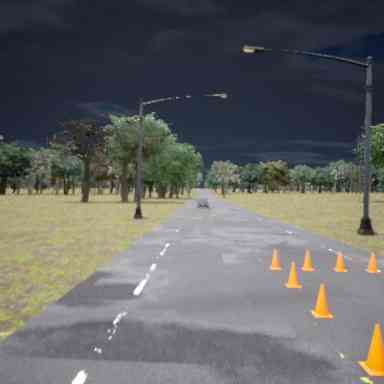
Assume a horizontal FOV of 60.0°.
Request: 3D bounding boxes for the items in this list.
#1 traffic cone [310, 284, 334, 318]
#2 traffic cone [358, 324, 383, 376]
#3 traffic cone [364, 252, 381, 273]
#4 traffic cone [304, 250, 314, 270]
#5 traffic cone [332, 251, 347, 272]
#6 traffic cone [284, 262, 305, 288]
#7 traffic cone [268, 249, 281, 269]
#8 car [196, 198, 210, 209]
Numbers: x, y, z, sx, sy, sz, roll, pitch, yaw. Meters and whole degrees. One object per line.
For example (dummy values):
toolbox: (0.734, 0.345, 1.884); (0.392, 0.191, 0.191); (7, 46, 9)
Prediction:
traffic cone: (2.496, 2.062, 6.393); (0.340, 0.580, 0.340); (2, 0, 2)
traffic cone: (2.443, 2.048, 4.394); (0.340, 0.580, 0.340); (2, 0, 2)
traffic cone: (5.599, 2.164, 10.312); (0.340, 0.580, 0.340); (2, 0, 2)
traffic cone: (3.600, 2.112, 10.365); (0.340, 0.580, 0.340); (2, 0, 2)
traffic cone: (4.599, 2.138, 10.339); (0.340, 0.580, 0.340); (2, 0, 2)
traffic cone: (2.548, 2.073, 8.392); (0.340, 0.580, 0.340); (2, 0, 2)
traffic cone: (2.601, 2.085, 10.391); (0.340, 0.580, 0.340); (2, 0, 2)
car: (1.656, 1.725, 50.335); (1.837, 1.490, 4.892); (2, 0, 2)
